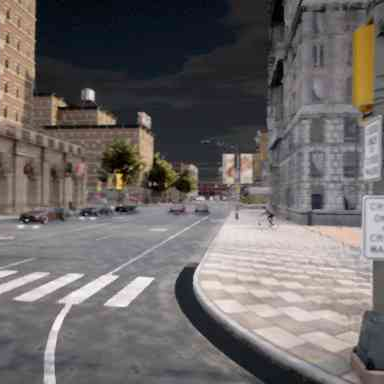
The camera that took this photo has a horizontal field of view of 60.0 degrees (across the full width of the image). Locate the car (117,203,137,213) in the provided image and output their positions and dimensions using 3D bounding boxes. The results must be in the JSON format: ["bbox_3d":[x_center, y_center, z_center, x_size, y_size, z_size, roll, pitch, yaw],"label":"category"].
[{"bbox_3d":[-9.561,2.272,48.043,1.895,1.301,4.718,1,-1,8],"label":"car"}]

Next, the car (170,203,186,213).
[{"bbox_3d":[-2.083,2.381,50.128,1.994,1.385,4.181,1,-1,7],"label":"car"}]

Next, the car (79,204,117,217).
[{"bbox_3d":[-10.915,2.032,38.150,2.033,1.411,5.357,1,-1,8],"label":"car"}]

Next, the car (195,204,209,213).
[{"bbox_3d":[1.546,2.449,50.898,1.994,1.385,4.181,1,-1,7],"label":"car"}]

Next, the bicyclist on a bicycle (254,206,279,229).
[{"bbox_3d":[5.116,1.768,22.849,1.656,1.620,0.582,0,-1,8],"label":"bicyclist on a bicycle"}]

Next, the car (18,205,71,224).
[{"bbox_3d":[-12.300,1.845,28.178,2.033,1.411,5.357,1,-1,8],"label":"car"}]
